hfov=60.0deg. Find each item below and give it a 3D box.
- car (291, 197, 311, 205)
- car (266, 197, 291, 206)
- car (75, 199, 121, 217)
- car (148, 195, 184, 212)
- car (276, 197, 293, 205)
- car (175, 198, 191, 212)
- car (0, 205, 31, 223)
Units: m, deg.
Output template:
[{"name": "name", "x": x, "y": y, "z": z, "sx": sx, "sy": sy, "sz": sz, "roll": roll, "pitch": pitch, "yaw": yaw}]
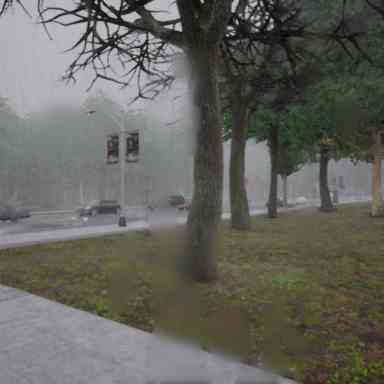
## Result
[{"name": "car", "x": 21.272, "y": 1.695, "z": 63.806, "sx": 1.812, "sy": 1.442, "sz": 4.674, "roll": 0, "pitch": 0, "yaw": 37}, {"name": "car", "x": 13.500, "y": 1.691, "z": 52.946, "sx": 2.033, "sy": 1.411, "sz": 5.357, "roll": 0, "pitch": 0, "yaw": 36}, {"name": "car", "x": -9.148, "y": 1.453, "z": 32.767, "sx": 2.097, "sy": 1.767, "sz": 4.553, "roll": 0, "pitch": 0, "yaw": 36}, {"name": "car", "x": -3.031, "y": 1.340, "z": 41.326, "sx": 2.150, "sy": 2.045, "sz": 5.566, "roll": 0, "pitch": 0, "yaw": 35}, {"name": "car", "x": 18.067, "y": 1.698, "z": 64.922, "sx": 1.812, "sy": 1.442, "sz": 4.674, "roll": 0, "pitch": 0, "yaw": 35}, {"name": "car", "x": 0.451, "y": 1.716, "z": 40.268, "sx": 1.895, "sy": 1.301, "sz": 4.718, "roll": 0, "pitch": 0, "yaw": 36}, {"name": "car", "x": -14.894, "y": 1.633, "z": 24.732, "sx": 2.033, "sy": 1.411, "sz": 5.357, "roll": 0, "pitch": 0, "yaw": 35}]
